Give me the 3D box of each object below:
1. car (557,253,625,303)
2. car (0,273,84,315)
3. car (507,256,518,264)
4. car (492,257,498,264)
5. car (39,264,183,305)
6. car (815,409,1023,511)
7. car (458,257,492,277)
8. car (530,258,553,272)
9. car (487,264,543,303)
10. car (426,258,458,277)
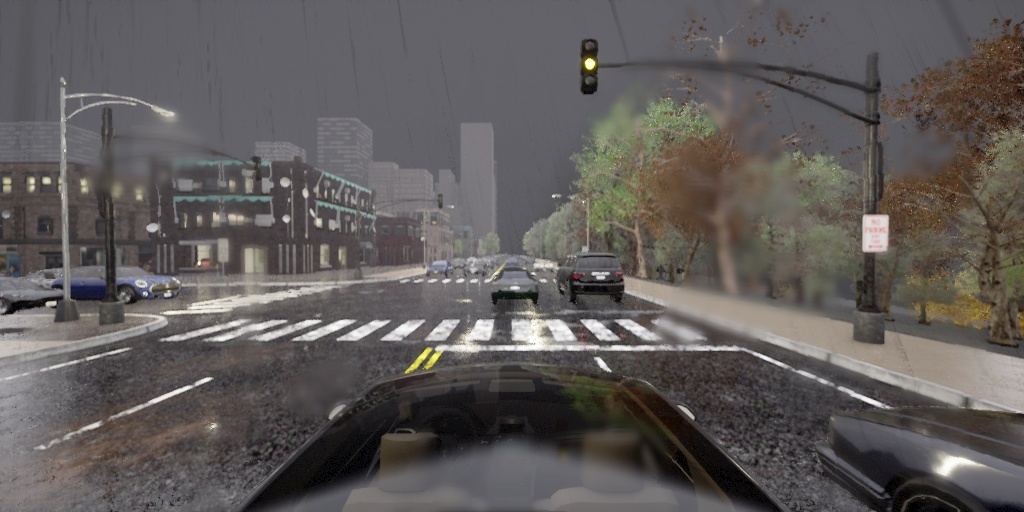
[{"bbox_3d":[3.376,0.888,16.287,2.150,2.045,5.566,0,0,0],"label":"car"},{"bbox_3d":[-19.927,1.496,13.835,4.313,1.339,1.948,0,0,0],"label":"car"},{"bbox_3d":[0.097,0.927,63.801,2.033,1.411,5.357,0,0,0],"label":"car"},{"bbox_3d":[-3.267,0.979,45.887,2.128,1.511,4.902,0,0,0],"label":"car"},{"bbox_3d":[-18.011,1.219,16.477,4.553,1.767,2.097,-1,1,2],"label":"car"},{"bbox_3d":[3.349,1.305,0.355,2.033,1.411,5.357,0,0,0],"label":"car"},{"bbox_3d":[-3.293,1.056,33.110,2.128,1.511,4.902,0,0,0],"label":"car"},{"bbox_3d":[3.411,1.124,39.992,1.895,1.301,4.718,0,0,0],"label":"car"},{"bbox_3d":[0.125,1.229,16.221,1.994,1.385,4.181,0,0,0],"label":"car"},{"bbox_3d":[-6.544,1.090,33.124,1.812,1.442,4.674,0,0,0],"label":"car"}]
